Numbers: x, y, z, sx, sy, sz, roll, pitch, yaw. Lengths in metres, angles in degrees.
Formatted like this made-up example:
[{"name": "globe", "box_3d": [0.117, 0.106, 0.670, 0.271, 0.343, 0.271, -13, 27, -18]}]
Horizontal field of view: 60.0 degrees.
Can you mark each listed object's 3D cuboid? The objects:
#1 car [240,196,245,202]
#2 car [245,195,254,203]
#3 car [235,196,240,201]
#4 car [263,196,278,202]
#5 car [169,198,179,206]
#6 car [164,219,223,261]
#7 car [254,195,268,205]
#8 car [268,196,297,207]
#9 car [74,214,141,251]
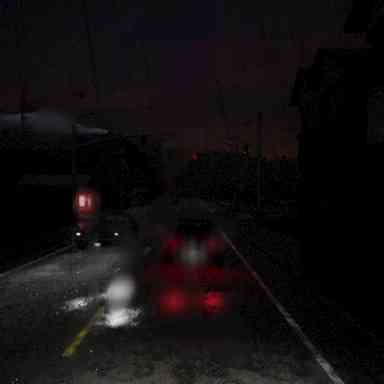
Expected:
[{"name": "car", "box_3d": [13.751, 1.566, 74.769, 4.605, 1.855, 1.932, 0, 0, 0]}, {"name": "car", "box_3d": [14.163, 1.528, 71.864, 3.866, 1.878, 1.905, 0, 0, 0]}, {"name": "car", "box_3d": [13.886, 1.955, 93.351, 3.633, 1.501, 1.845, 0, 0, 0]}, {"name": "car", "box_3d": [21.307, 1.947, 90.372, 3.806, 1.475, 1.970, 0, 0, 0]}, {"name": "car", "box_3d": [-3.512, 1.904, 66.367, 1.837, 1.490, 4.892, 0, 0, 0]}, {"name": "car", "box_3d": [0.057, 1.678, 12.676, 1.895, 1.301, 4.718, 0, 0, 1]}, {"name": "car", "box_3d": [14.165, 1.527, 59.069, 5.027, 1.636, 2.152, 0, 0, 0]}, {"name": "car", "box_3d": [14.489, 1.567, 52.652, 3.806, 1.475, 1.970, 0, 0, 0]}, {"name": "car", "box_3d": [-3.562, 1.691, 14.729, 1.895, 1.301, 4.718, 0, 0, 0]}]
